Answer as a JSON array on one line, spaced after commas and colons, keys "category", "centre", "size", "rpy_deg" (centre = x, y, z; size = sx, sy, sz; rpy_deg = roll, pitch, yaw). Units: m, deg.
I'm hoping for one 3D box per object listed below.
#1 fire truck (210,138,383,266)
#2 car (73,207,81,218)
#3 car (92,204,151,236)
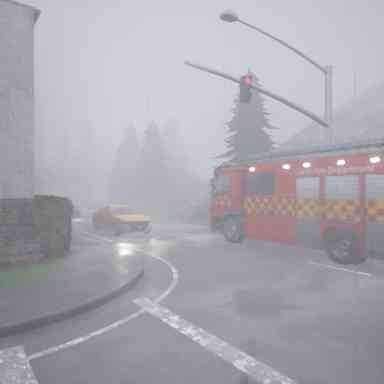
[{"category": "fire truck", "centre": [4.289, 0.344, 12.878], "size": [2.891, 3.827, 8.468], "rpy_deg": [0, 0, -34]}, {"category": "car", "centre": [-11.434, 1.546, 29.447], "size": [2.033, 1.411, 5.357], "rpy_deg": [0, 0, -35]}, {"category": "car", "centre": [-4.039, 1.478, 18.650], "size": [1.882, 1.535, 5.008], "rpy_deg": [0, 0, -34]}]
